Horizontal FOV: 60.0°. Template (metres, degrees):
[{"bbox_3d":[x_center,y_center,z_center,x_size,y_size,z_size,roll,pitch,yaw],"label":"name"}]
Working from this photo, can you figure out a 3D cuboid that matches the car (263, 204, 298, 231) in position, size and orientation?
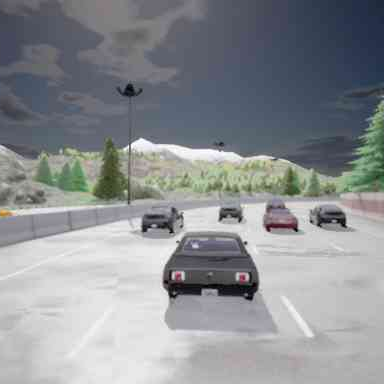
[{"bbox_3d":[5.649,1.689,21.549,1.994,1.385,4.181,0,0,10],"label":"car"}]

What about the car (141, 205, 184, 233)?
[{"bbox_3d":[-1.673,1.582,20.157,1.837,1.490,4.892,0,0,8],"label":"car"}]

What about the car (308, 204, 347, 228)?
[{"bbox_3d":[9.617,1.663,23.828,1.837,1.490,4.892,0,0,11],"label":"car"}]

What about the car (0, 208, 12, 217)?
[{"bbox_3d":[-12.610,1.488,19.106,1.882,1.535,5.008,0,0,8],"label":"car"}]

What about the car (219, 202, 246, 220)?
[{"bbox_3d":[3.412,1.646,28.300,1.837,1.490,4.892,0,0,12],"label":"car"}]

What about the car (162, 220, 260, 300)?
[{"bbox_3d":[0.499,1.641,8.531,1.895,1.301,4.718,0,0,4],"label":"car"}]

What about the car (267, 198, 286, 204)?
[{"bbox_3d":[9.691,1.572,38.352,2.097,1.767,4.553,0,0,17],"label":"car"}]
